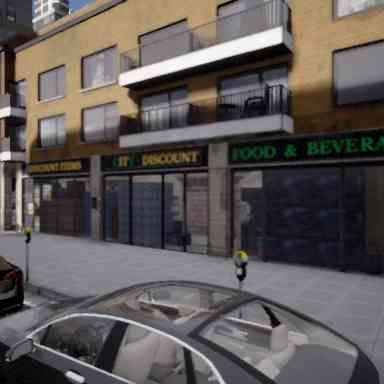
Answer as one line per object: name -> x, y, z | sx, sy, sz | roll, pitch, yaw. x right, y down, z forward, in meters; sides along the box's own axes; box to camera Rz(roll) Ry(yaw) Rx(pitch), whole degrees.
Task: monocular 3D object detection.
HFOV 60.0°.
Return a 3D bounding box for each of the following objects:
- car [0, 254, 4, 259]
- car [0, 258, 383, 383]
car -> -4.877, 1.560, 6.286 | 4.313, 1.339, 1.947 | 0, 0, 35
car -> -0.384, 1.549, 3.083 | 4.403, 1.369, 2.008 | 0, 0, 35
